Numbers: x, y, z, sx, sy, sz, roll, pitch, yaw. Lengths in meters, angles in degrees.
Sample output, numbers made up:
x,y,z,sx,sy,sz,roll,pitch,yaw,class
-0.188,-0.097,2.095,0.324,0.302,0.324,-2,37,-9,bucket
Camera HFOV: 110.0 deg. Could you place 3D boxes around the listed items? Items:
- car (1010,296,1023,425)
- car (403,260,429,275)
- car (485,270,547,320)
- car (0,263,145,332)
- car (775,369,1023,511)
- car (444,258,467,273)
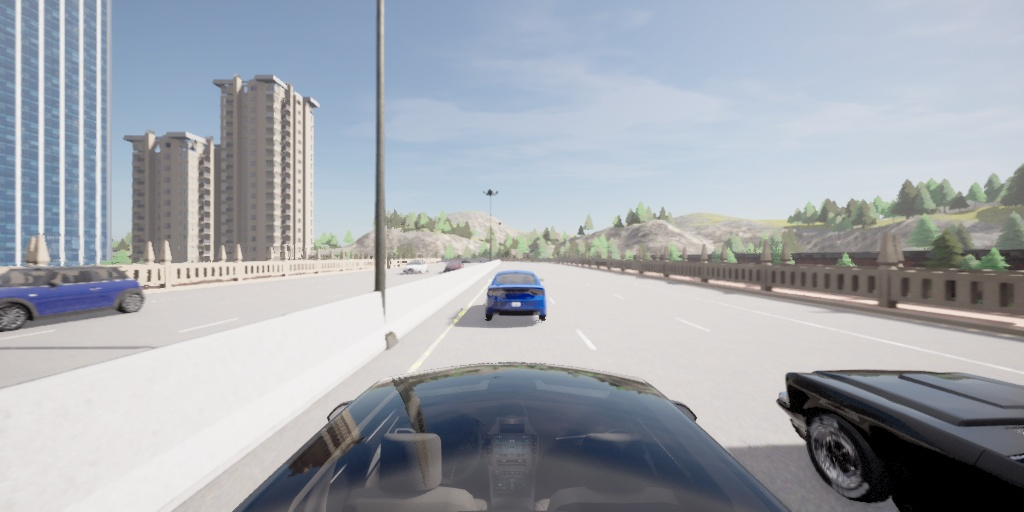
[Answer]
x,y,z,sx,sy,sz,roll,pitch,yaw,class
7.116,1.246,1.901,2.128,1.511,4.902,0,0,0,car
-10.506,1.264,39.461,1.812,1.442,4.674,0,0,0,car
0.123,1.226,12.680,1.882,1.535,5.008,0,0,0,car
-14.083,1.093,10.734,2.097,1.767,4.553,0,0,0,car
3.611,1.353,1.473,1.895,1.301,4.718,0,0,0,car
-6.992,1.267,43.705,1.812,1.442,4.674,0,0,0,car
